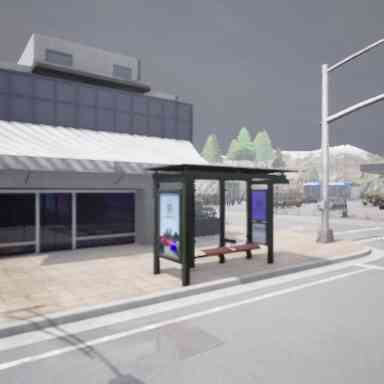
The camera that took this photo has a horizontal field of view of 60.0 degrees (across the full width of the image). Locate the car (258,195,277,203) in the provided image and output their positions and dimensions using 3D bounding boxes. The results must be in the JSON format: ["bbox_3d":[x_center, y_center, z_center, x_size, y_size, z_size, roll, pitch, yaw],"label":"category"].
[{"bbox_3d":[16.015,1.462,70.387,3.633,1.501,1.845,0,0,-36],"label":"car"}]

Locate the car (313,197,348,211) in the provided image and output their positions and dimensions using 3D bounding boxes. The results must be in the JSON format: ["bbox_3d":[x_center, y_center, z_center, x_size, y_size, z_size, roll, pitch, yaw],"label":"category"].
[{"bbox_3d":[16.544,1.391,39.098,3.806,1.475,1.970,0,0,-36],"label":"car"}]

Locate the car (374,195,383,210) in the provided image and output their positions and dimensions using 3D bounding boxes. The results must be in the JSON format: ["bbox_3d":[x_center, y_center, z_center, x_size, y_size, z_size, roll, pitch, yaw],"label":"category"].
[{"bbox_3d":[24.406,1.450,40.232,4.514,1.523,2.007,0,0,-36],"label":"car"}]

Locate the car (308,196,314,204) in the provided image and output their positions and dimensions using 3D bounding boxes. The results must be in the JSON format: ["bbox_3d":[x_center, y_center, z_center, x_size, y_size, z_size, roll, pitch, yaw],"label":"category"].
[{"bbox_3d":[21.807,1.441,62.244,4.514,1.523,2.007,0,0,-36],"label":"car"}]

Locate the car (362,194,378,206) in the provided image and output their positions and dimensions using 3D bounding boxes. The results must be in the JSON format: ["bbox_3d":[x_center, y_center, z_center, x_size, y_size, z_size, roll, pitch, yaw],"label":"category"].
[{"bbox_3d":[28.492,1.241,51.709,4.605,1.855,1.932,0,0,-36],"label":"car"}]

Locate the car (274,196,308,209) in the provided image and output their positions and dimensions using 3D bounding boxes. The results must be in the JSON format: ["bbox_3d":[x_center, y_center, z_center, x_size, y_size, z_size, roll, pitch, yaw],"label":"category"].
[{"bbox_3d":[12.539,1.313,44.123,5.027,1.636,2.152,0,0,-36],"label":"car"}]
